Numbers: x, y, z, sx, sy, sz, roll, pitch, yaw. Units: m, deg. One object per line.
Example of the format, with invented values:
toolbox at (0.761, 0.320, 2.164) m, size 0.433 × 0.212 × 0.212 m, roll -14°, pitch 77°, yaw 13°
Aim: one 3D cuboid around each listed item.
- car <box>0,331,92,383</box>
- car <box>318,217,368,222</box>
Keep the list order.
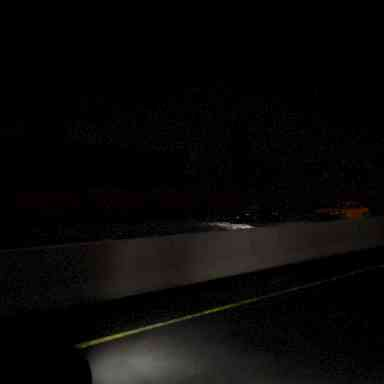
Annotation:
car at (-2.873, 1.525, 1.696) m, size 4.674 × 1.442 × 1.812 m, roll 0°, pitch 0°, yaw -36°
car at (11.279, 1.485, 24.936) m, size 5.008 × 1.535 × 1.882 m, roll 0°, pitch 0°, yaw -35°
